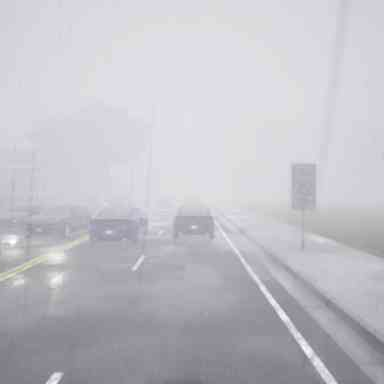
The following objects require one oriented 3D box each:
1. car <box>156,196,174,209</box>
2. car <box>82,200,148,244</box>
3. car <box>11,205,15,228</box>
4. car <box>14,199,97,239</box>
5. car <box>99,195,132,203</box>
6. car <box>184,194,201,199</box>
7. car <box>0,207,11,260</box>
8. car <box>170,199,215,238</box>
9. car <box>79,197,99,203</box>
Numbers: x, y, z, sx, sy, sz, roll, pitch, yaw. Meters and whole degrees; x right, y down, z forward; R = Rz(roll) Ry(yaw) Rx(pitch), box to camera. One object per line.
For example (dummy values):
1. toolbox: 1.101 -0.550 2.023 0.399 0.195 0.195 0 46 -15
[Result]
1. car: -3.276 1.244 40.219 2.033 1.411 5.357 0 0 0
2. car: -3.163 1.363 15.159 1.882 1.535 5.008 0 0 0
3. car: -9.858 1.398 19.803 2.033 1.411 5.357 0 0 0
4. car: -6.607 1.351 16.830 1.882 1.535 5.008 0 1 0
5. car: -6.607 1.121 30.573 2.097 1.767 4.553 0 0 0
6. car: 0.067 1.049 40.092 2.097 1.767 4.553 0 0 0
7. car: -6.602 1.293 7.777 2.097 1.767 4.553 0 0 0
8. car: 0.086 1.351 16.878 1.882 1.535 5.008 0 0 0
9. car: -9.862 1.269 31.165 1.837 1.490 4.892 0 0 0
